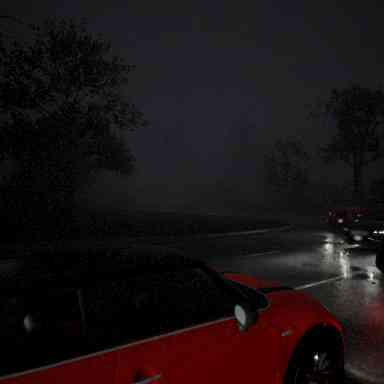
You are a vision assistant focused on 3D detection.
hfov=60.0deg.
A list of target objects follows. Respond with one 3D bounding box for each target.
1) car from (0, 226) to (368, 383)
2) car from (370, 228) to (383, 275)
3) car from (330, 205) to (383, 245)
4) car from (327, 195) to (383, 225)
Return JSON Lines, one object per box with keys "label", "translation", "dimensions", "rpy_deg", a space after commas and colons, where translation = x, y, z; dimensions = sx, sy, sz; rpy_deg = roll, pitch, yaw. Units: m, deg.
{"label": "car", "translation": [-0.453, 1.352, 3.397], "dimensions": [4.553, 1.767, 2.097], "rpy_deg": [0, 0, -35]}
{"label": "car", "translation": [6.751, 1.601, 8.528], "dimensions": [4.718, 1.301, 1.895], "rpy_deg": [0, 0, -36]}
{"label": "car", "translation": [8.348, 1.491, 14.119], "dimensions": [4.902, 1.511, 2.128], "rpy_deg": [0, 0, -35]}
{"label": "car", "translation": [10.411, 1.220, 19.825], "dimensions": [5.566, 2.045, 2.150], "rpy_deg": [0, 0, -35]}
